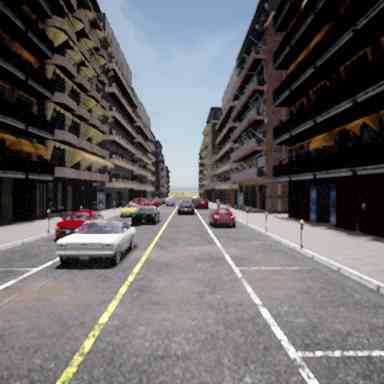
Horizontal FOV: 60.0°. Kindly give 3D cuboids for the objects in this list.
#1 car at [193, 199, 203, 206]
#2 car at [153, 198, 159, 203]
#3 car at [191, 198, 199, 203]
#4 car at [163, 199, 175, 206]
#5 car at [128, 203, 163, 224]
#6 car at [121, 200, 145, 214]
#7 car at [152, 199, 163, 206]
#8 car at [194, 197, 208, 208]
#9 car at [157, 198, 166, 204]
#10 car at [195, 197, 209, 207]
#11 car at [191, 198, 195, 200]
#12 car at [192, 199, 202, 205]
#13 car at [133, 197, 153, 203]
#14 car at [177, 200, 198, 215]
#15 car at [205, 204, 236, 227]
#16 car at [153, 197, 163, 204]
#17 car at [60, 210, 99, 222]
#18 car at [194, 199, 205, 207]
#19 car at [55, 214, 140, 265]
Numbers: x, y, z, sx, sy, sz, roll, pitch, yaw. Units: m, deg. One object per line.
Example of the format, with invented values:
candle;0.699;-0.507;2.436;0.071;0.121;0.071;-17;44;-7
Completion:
car;1.238;2.154;69.602;1.887;1.381;4.507;-1;0;-1
car;-6.756;2.013;52.381;1.887;1.381;4.507;-1;0;-1
car;0.806;2.357;92.254;1.947;1.339;4.313;-1;0;-1
car;-4.381;2.147;68.156;2.033;1.411;5.357;0;-1;-1
car;-3.623;1.844;26.751;1.895;1.301;4.718;0;0;-1
car;-6.403;1.844;35.221;1.752;1.417;4.829;-1;0;-1
car;-7.106;2.155;69.370;1.887;1.381;4.507;-1;0;-1
car;1.467;1.831;58.278;2.192;1.841;5.009;-1;0;-1
car;-7.339;2.268;80.698;1.947;1.339;4.313;-1;0;-1
car;1.584;1.783;52.614;2.192;1.841;5.009;-1;0;-1
car;-0.873;1.961;48.726;1.812;1.442;4.674;0;0;-1
car;1.127;2.221;75.264;1.947;1.339;4.313;-1;0;-1
car;-6.527;1.686;41.056;2.192;1.841;5.009;-1;0;-1
car;-0.673;1.913;38.801;1.994;1.385;4.181;0;-1;-1
car;2.173;1.802;24.297;1.802;1.307;4.206;-1;0;-1
car;-6.877;1.832;58.045;2.192;1.841;5.009;-1;0;-1
car;-6.055;1.715;18.402;1.887;1.381;4.507;-1;0;-1
car;1.355;2.129;63.938;1.947;1.339;4.313;-1;0;-1
car;-3.323;1.716;12.326;1.895;1.301;4.718;0;-1;-1
